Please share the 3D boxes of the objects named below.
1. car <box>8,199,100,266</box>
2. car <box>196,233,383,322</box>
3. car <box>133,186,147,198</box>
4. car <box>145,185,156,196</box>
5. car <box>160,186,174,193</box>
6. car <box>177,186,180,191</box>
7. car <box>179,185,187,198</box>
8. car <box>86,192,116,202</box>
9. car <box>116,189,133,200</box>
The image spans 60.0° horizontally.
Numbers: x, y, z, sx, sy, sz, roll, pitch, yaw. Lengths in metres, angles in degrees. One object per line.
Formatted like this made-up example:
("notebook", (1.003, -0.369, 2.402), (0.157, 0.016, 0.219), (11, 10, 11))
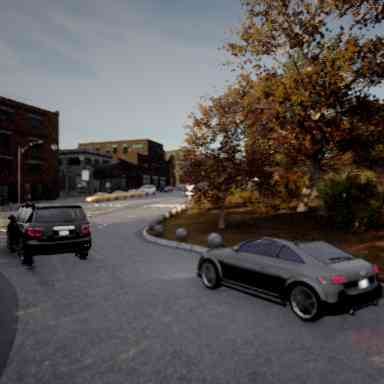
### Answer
("car", (-5.611, 1.421, 12.791), (2.150, 2.045, 5.566), (0, 0, -35))
("car", (1.916, 1.640, 7.596), (1.994, 1.385, 4.181), (0, -1, -36))
("car", (-11.101, 0.259, 62.358), (1.946, 1.575, 5.366), (-1, 3, 18))
("car", (-9.312, -0.286, 67.863), (2.435, 2.045, 5.566), (-1, 3, 18))
("car", (-5.900, -0.571, 78.369), (2.163, 1.488, 4.792), (-1, 3, 18))
("car", (-2.474, -1.166, 88.898), (2.231, 1.521, 4.892), (-1, 3, 18))
("car", (0.007, 0.059, 58.761), (2.097, 1.767, 4.553), (-1, 3, 18))
("car", (-14.521, 0.827, 51.869), (1.946, 1.575, 5.366), (-1, 3, 18))
("car", (-12.807, 0.542, 57.111), (1.946, 1.575, 5.366), (-1, 3, 18))
